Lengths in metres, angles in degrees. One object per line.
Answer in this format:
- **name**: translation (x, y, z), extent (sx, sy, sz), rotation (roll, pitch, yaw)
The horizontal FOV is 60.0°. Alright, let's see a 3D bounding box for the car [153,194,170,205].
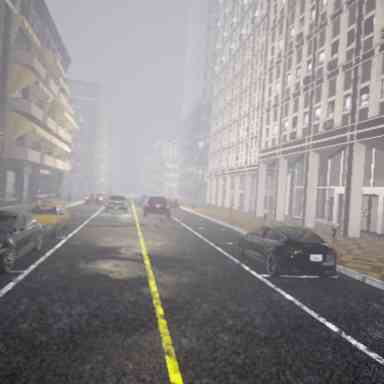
- **car**: translation (-4.579, 1.107, 49.507), extent (2.008, 1.369, 4.403), rotation (4, 0, -11)

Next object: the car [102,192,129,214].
- **car**: translation (-6.533, 1.009, 29.115), extent (1.812, 1.442, 4.674), rotation (4, 0, -10)

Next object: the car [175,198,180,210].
- **car**: translation (-2.461, 1.269, 38.410), extent (1.887, 1.381, 4.507), rotation (4, 0, -11)

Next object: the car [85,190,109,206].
- **car**: translation (-10.668, 0.632, 36.835), extent (1.967, 1.590, 4.097), rotation (4, 0, -11)

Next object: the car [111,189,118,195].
- **car**: translation (-20.556, 0.005, 88.348), extent (1.802, 1.307, 4.206), rotation (4, 0, -11)

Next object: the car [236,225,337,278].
- **car**: translation (2.829, 1.715, 10.672), extent (1.947, 1.339, 4.313), rotation (4, 0, -11)

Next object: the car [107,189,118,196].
- **car**: translation (-18.084, 0.163, 75.671), extent (2.008, 1.369, 4.403), rotation (4, 0, -11)

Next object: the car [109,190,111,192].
- **car**: translation (-11.736, 0.689, 42.383), extent (1.802, 1.307, 4.206), rotation (4, 0, -11)

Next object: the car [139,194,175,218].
- **car**: translation (-2.982, 1.072, 27.309), extent (2.097, 1.767, 4.553), rotation (4, 0, -11)

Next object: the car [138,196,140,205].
- **car**: translation (-5.519, 0.996, 40.424), extent (1.882, 1.535, 5.008), rotation (4, 0, -10)

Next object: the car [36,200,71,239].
- **car**: translation (-6.409, 1.059, 14.477), extent (1.752, 1.417, 4.829), rotation (4, 0, -11)

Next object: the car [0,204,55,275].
- **car**: translation (-5.385, 1.183, 9.096), extent (1.947, 1.339, 4.313), rotation (4, 0, -11)

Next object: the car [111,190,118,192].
- **car**: translation (-17.027, 0.245, 70.123), extent (2.008, 1.369, 4.403), rotation (4, 0, -11)
